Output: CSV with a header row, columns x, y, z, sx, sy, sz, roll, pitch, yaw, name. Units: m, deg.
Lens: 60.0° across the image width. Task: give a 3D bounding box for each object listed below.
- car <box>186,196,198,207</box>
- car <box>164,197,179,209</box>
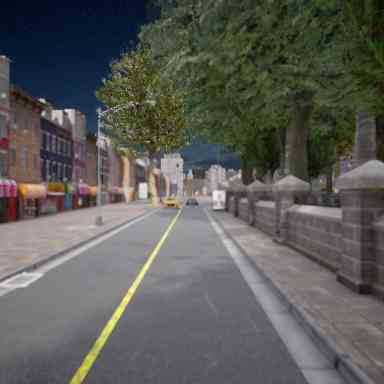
x,y,z,sx,sy,sz,roll,pitch,yaw,name
0.033,1.390,50.541,2.128,1.511,4.902,-1,1,1,car
-2.739,1.418,45.029,1.882,1.535,5.008,0,0,0,car
